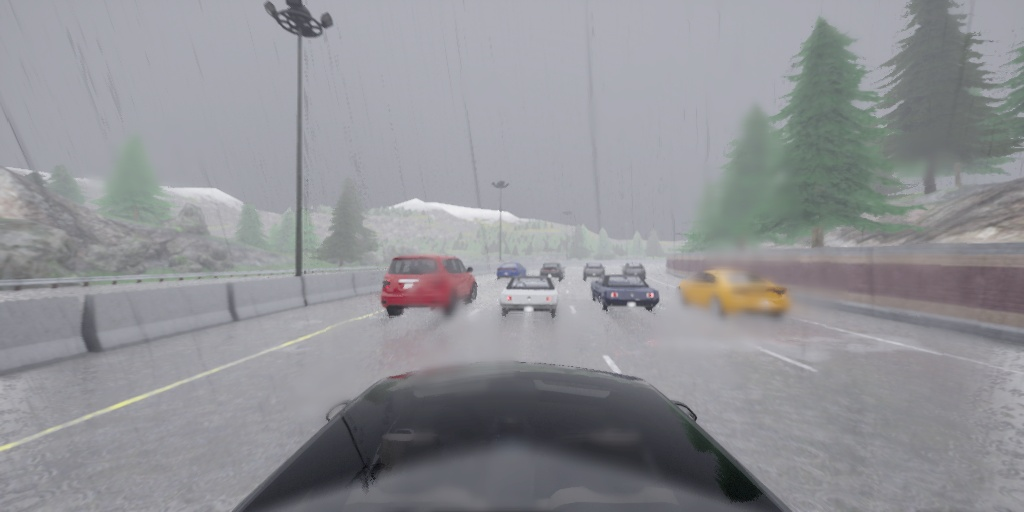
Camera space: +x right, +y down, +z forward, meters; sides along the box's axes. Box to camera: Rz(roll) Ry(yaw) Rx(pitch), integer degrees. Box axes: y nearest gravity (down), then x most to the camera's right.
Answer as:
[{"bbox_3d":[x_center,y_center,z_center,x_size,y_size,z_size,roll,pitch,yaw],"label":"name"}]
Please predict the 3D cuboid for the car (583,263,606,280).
[{"bbox_3d":[7.363,1.327,32.109,2.128,1.511,4.902,0,0,13],"label":"car"}]

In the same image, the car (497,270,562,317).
[{"bbox_3d":[0.734,1.378,13.452,1.895,1.301,4.718,0,0,5],"label":"car"}]

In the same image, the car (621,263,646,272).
[{"bbox_3d":[11.237,1.341,33.206,2.128,1.511,4.902,0,0,14],"label":"car"}]

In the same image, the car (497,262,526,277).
[{"bbox_3d":[0.049,1.290,31.523,1.882,1.535,5.008,0,0,12],"label":"car"}]

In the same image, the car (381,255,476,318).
[{"bbox_3d":[-2.795,0.988,13.231,2.150,2.045,5.566,0,0,5],"label":"car"}]

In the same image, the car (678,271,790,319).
[{"bbox_3d":[7.742,1.275,13.106,1.882,1.535,5.008,0,0,5],"label":"car"}]

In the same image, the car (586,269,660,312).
[{"bbox_3d":[4.359,1.391,14.609,1.895,1.301,4.718,0,0,6],"label":"car"}]

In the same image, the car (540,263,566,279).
[{"bbox_3d":[3.545,1.327,31.099,1.837,1.490,4.892,0,0,13],"label":"car"}]
